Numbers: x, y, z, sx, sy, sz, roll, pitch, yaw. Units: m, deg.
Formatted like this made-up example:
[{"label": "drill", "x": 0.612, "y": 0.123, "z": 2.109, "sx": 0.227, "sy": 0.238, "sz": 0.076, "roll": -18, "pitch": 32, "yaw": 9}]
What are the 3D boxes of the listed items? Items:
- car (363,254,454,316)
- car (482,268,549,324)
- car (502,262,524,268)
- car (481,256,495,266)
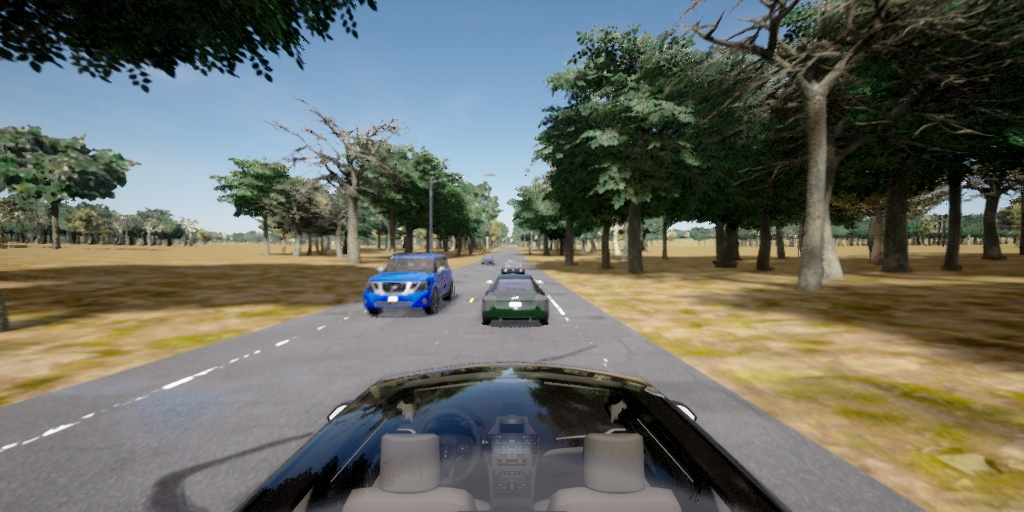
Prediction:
[{"label": "car", "x": -3.605, "y": 0.930, "z": 13.608, "sx": 2.150, "sy": 2.045, "sz": 5.566, "roll": 0, "pitch": 0, "yaw": 0}, {"label": "car", "x": 0.094, "y": 1.285, "z": 11.846, "sx": 1.994, "sy": 1.385, "sz": 4.181, "roll": 0, "pitch": 0, "yaw": 0}, {"label": "car", "x": 0.086, "y": 1.111, "z": 29.537, "sx": 1.895, "sy": 1.301, "sz": 4.718, "roll": 0, "pitch": 1, "yaw": 0}, {"label": "car", "x": -3.596, "y": 0.670, "z": 53.751, "sx": 2.033, "sy": 1.411, "sz": 5.357, "roll": 0, "pitch": 1, "yaw": 0}]
